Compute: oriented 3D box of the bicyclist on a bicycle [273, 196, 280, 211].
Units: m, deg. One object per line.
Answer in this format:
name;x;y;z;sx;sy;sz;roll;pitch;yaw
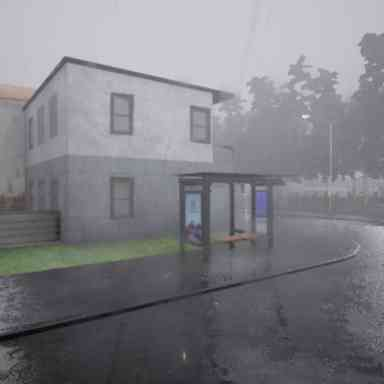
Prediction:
bicyclist on a bicycle;8.203;1.171;33.232;1.656;1.620;0.582;-1;1;-36
